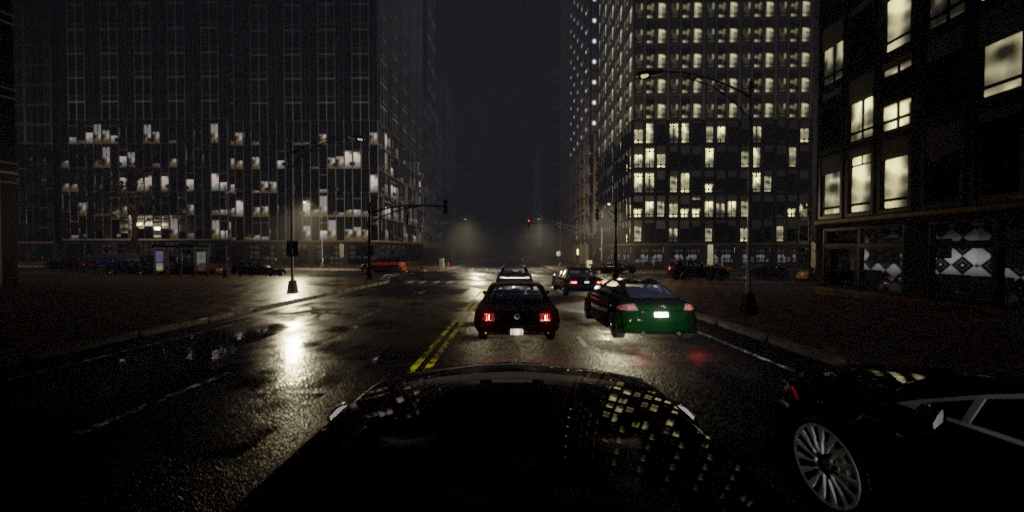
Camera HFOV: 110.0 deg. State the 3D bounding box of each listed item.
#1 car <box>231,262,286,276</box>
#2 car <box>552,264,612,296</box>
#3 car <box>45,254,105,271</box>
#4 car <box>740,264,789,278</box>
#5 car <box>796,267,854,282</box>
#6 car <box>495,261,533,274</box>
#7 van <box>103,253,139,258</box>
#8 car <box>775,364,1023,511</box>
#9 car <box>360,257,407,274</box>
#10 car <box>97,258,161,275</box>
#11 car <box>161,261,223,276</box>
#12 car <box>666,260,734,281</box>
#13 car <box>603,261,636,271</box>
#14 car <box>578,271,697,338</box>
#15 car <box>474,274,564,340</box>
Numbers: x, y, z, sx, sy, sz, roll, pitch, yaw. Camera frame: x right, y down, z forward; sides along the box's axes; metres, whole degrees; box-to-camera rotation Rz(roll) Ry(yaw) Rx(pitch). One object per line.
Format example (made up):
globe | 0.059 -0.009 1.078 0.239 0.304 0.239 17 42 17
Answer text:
car | -22.689 1.162 32.116 4.313 1.339 1.948 0 0 1
car | 3.409 1.281 19.396 2.033 1.411 5.357 0 0 -3
car | -47.252 0.837 38.559 4.181 1.385 1.994 1 1 1
car | 26.122 1.497 37.119 4.181 1.385 1.994 1 1 1
car | 27.683 1.567 31.315 4.829 1.417 1.751 0 0 1
car | 0.123 1.226 19.196 2.128 1.511 4.902 0 0 0
van | -45.231 0.590 41.117 3.998 1.789 1.690 0 0 1
car | 3.339 1.242 1.336 2.128 1.511 4.902 0 0 0
car | -13.571 0.932 37.828 4.553 1.767 2.097 1 1 1
car | -34.053 1.057 32.440 4.313 1.339 1.948 0 0 1
car | -28.373 1.126 32.258 4.207 1.307 1.802 0 0 1
car | 16.235 1.257 31.529 5.009 1.841 2.192 0 0 1
car | 10.457 1.296 37.674 4.892 1.490 1.837 1 1 5
car | 3.369 1.307 10.166 1.994 1.385 4.181 0 0 -1
car | 0.110 1.344 9.940 1.895 1.301 4.718 0 0 0
